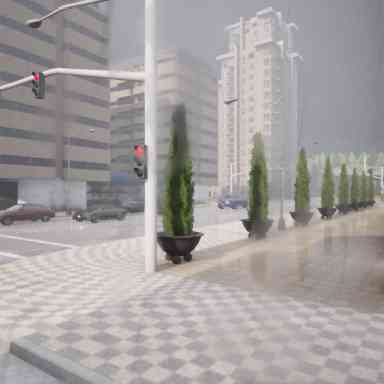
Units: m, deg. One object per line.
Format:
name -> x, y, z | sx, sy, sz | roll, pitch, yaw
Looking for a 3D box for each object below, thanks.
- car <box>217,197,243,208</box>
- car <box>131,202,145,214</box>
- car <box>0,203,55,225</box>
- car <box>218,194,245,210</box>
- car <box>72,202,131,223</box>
car -> 5.934, 1.533, 51.312 | 1.882, 1.535, 5.008 | 0, 0, 35
car -> -6.240, 1.656, 33.728 | 1.895, 1.301, 4.718 | 0, 0, 35
car -> -12.475, 1.581, 24.627 | 1.812, 1.442, 4.674 | 0, 0, 34
car -> 5.548, 1.278, 44.661 | 2.150, 2.045, 5.566 | 0, 0, 34
car -> -7.206, 1.619, 26.147 | 1.994, 1.385, 4.181 | 0, 0, 35
